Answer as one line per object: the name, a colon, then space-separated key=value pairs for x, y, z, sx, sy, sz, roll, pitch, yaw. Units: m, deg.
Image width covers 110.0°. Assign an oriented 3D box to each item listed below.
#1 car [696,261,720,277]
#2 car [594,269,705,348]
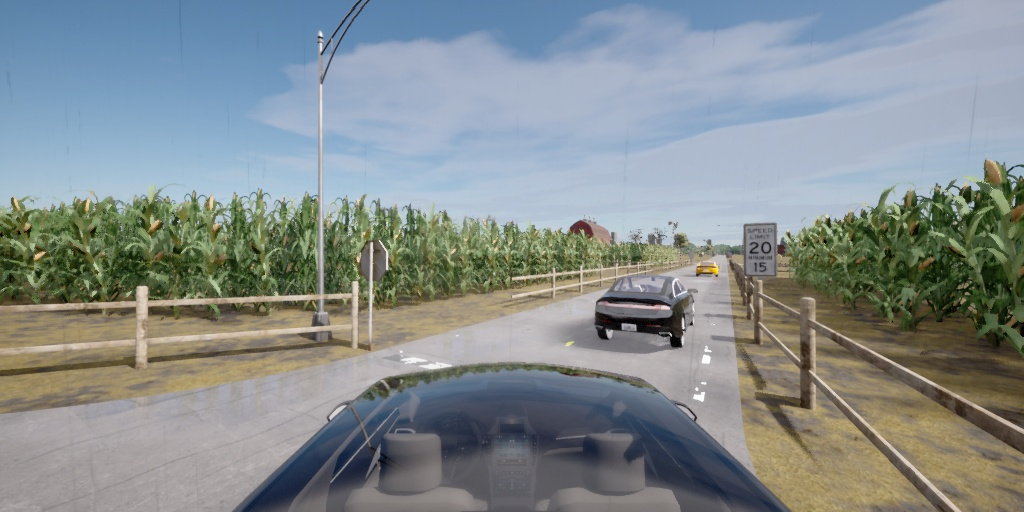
car: x=19.732 y=1.244 z=36.181 sx=1.882 sy=1.535 sz=5.008 roll=0 pitch=0 yaw=31
car: x=3.638 y=1.244 z=9.410 sx=2.128 sy=1.511 sz=4.902 roll=0 pitch=0 yaw=31
